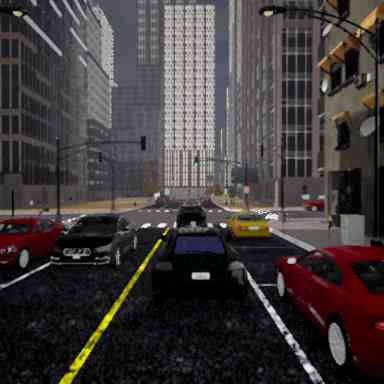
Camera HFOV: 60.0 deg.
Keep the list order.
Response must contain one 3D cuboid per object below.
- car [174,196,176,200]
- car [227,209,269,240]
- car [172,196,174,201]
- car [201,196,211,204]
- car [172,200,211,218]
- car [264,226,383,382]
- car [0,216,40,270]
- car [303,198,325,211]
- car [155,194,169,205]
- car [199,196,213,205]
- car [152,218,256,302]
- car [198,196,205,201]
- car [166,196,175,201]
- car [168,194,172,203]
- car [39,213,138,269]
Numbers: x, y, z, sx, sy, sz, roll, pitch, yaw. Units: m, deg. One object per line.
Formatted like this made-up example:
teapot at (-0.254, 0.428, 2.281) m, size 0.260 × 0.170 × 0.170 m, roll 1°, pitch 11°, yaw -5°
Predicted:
car at (-5.634, 1.637, 82.191) m, size 1.752 × 1.417 × 4.829 m, roll -1°, pitch 0°, yaw 0°
car at (2.695, 1.546, 16.759) m, size 1.752 × 1.417 × 4.829 m, roll -1°, pitch 0°, yaw 0°
car at (-5.644, 1.411, 71.243) m, size 2.192 × 1.841 × 5.009 m, roll -1°, pitch 0°, yaw 0°
car at (2.734, 1.613, 65.844) m, size 1.752 × 1.417 × 4.829 m, roll -1°, pitch 0°, yaw 0°
car at (-0.141, 1.532, 21.625) m, size 1.837 × 1.490 × 4.892 m, roll 0°, pitch 0°, yaw -5°
car at (2.686, 1.552, 5.542) m, size 1.887 × 1.381 × 4.507 m, roll -1°, pitch 0°, yaw 0°
car at (-5.690, 1.559, 11.086) m, size 1.887 × 1.381 × 4.507 m, roll -1°, pitch 0°, yaw 0°
car at (14.280, 1.305, 35.705) m, size 4.507 × 1.381 × 1.887 m, roll -1°, pitch 1°, yaw 0°
car at (-5.650, 1.624, 60.123) m, size 1.887 × 1.381 × 4.507 m, roll -1°, pitch 0°, yaw 0°
car at (2.729, 1.520, 60.115) m, size 1.967 × 1.590 × 4.097 m, roll -1°, pitch 0°, yaw 0°
car at (0.120, 1.574, 8.350) m, size 1.994 × 1.385 × 4.181 m, roll 0°, pitch 0°, yaw -1°
car at (2.757, 1.710, 93.472) m, size 1.802 × 1.307 × 4.206 m, roll -1°, pitch 0°, yaw 0°
car at (-5.628, 1.664, 87.920) m, size 1.887 × 1.381 × 4.507 m, roll -1°, pitch 0°, yaw 0°
car at (-5.648, 1.403, 65.683) m, size 2.192 × 1.841 × 5.009 m, roll -1°, pitch 0°, yaw 0°
car at (-3.055, 1.521, 11.278) m, size 1.837 × 1.490 × 4.892 m, roll 0°, pitch -1°, yaw 0°
